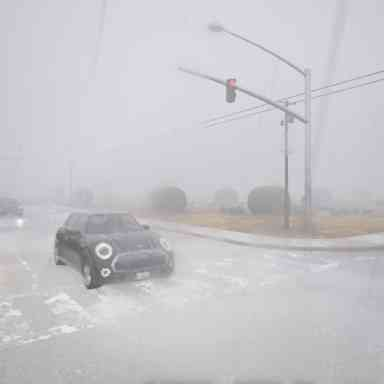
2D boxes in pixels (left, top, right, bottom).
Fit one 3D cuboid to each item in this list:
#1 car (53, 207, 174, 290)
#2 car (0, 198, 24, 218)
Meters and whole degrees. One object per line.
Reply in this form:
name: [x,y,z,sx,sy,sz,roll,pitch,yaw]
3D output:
car: [-2.376,1.317,9.373,2.097,1.767,4.553,0,0,-35]
car: [-16.509,1.314,29.772,2.097,1.767,4.553,0,0,-35]
